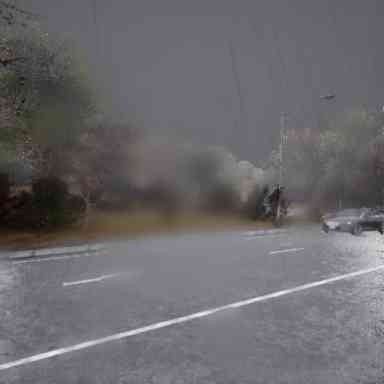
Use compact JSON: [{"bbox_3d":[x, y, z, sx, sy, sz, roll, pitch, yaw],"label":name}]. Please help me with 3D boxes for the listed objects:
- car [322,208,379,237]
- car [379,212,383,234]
[{"bbox_3d":[9.574,1.697,19.354,4.902,1.511,2.128,2,-1,-35],"label":"car"},{"bbox_3d":[11.586,1.711,16.490,4.892,1.490,1.837,2,-1,-35],"label":"car"}]
